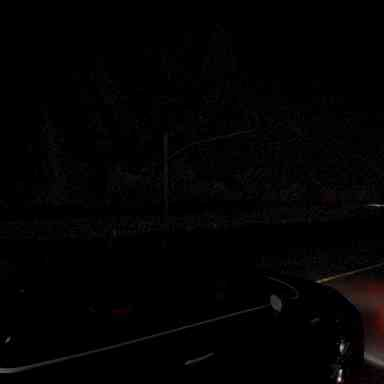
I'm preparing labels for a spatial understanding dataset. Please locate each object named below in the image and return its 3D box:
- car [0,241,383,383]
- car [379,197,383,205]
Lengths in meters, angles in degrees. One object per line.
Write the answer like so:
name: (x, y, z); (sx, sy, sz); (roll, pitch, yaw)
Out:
car: (-0.078, 1.351, 3.692); (4.553, 1.767, 2.097); (0, 0, -36)
car: (31.664, 1.243, 53.045); (4.892, 1.490, 1.837); (0, 0, -36)
